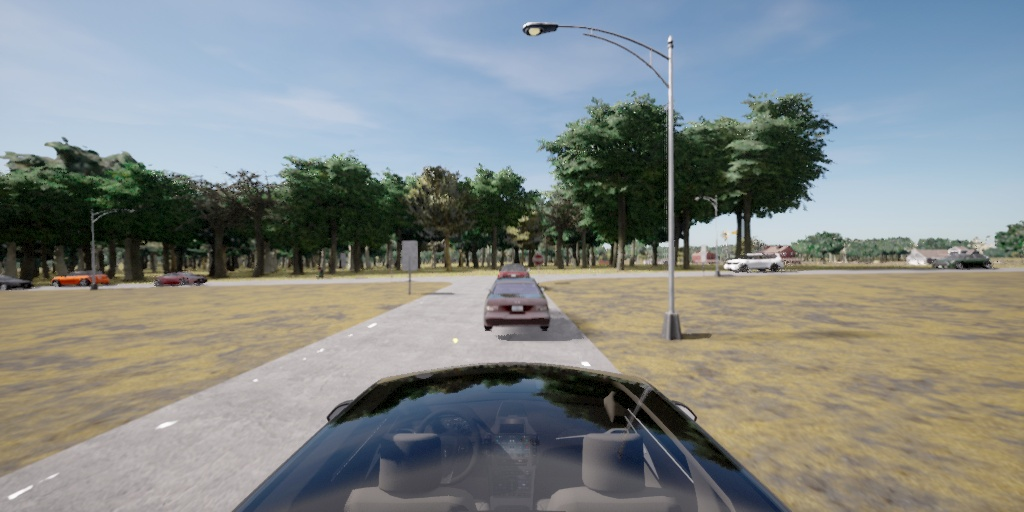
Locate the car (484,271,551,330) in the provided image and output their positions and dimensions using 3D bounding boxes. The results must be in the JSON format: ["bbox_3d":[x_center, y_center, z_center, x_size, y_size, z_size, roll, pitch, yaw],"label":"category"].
[{"bbox_3d":[0.106,1.358,11.341,2.033,1.411,5.357,0,0,-1],"label":"car"}]

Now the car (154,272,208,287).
[{"bbox_3d":[-33.468,2.318,36.298,4.181,1.385,1.994,-1,0,0],"label":"car"}]

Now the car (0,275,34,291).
[{"bbox_3d":[-51.812,2.777,36.430,4.892,1.490,1.837,-2,0,0],"label":"car"}]

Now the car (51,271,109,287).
[{"bbox_3d":[-47.223,2.436,39.219,4.553,1.767,2.097,-1,0,1],"label":"car"}]

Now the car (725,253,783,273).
[{"bbox_3d":[26.360,0.746,39.107,5.566,2.045,2.150,-1,0,0],"label":"car"}]

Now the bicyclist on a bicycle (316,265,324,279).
[{"bbox_3d":[-22.600,1.941,42.238,0.582,1.620,1.656,-1,0,0],"label":"bicyclist on a bicycle"}]

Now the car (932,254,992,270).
[{"bbox_3d":[48.778,0.550,38.961,4.553,1.767,2.097,-1,0,0],"label":"car"}]

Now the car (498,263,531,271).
[{"bbox_3d":[0.153,1.271,23.849,2.097,1.767,4.553,0,0,1],"label":"car"}]
